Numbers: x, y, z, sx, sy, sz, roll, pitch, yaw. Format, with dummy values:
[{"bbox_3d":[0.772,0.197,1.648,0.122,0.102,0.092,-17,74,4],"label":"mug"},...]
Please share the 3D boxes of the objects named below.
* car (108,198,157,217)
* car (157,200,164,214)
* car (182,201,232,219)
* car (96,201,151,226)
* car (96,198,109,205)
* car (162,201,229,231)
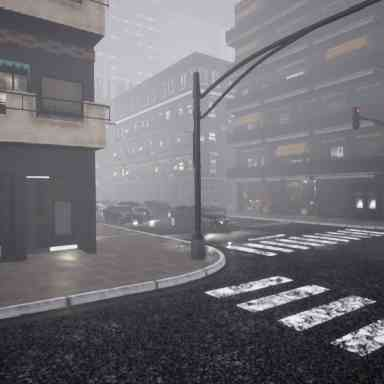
[{"bbox_3d":[-5.275,1.541,28.909,1.837,1.490,4.892,-1,1,-36],"label":"car"},{"bbox_3d":[-3.796,1.502,31.892,1.837,1.490,4.892,-1,1,-36],"label":"car"},{"bbox_3d":[1.223,1.512,29.176,2.008,1.369,4.403,-1,1,-36],"label":"car"},{"bbox_3d":[-5.155,1.632,24.549,1.947,1.339,4.313,-1,1,-36],"label":"car"},{"bbox_3d":[-11.325,1.568,37.264,1.812,1.442,4.674,-1,1,-36],"label":"car"},{"bbox_3d":[0.295,1.534,21.233,1.837,1.490,4.892,-1,1,-36],"label":"car"}]
